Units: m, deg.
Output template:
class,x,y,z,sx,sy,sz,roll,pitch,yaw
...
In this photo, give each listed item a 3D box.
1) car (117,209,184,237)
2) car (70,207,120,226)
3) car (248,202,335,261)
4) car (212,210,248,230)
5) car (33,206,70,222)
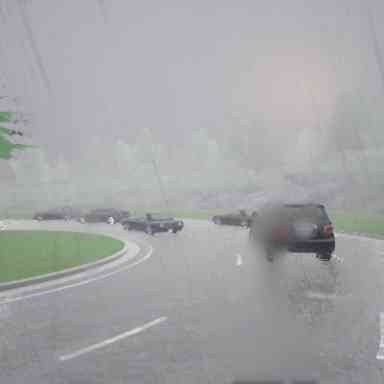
class,x,y,z,sx,sy,sz,roll,pitch,yaw
car,-2.629,1.974,20.968,1.895,1.301,4.718,0,-1,-38
car,-7.544,2.057,28.361,4.892,1.490,1.837,-1,-2,21
car,3.724,1.390,13.144,2.150,2.045,5.566,0,-1,3
car,3.531,1.948,24.223,1.895,1.301,4.718,0,-1,-34
car,-13.223,2.189,33.006,4.902,1.511,2.128,-1,-1,8
